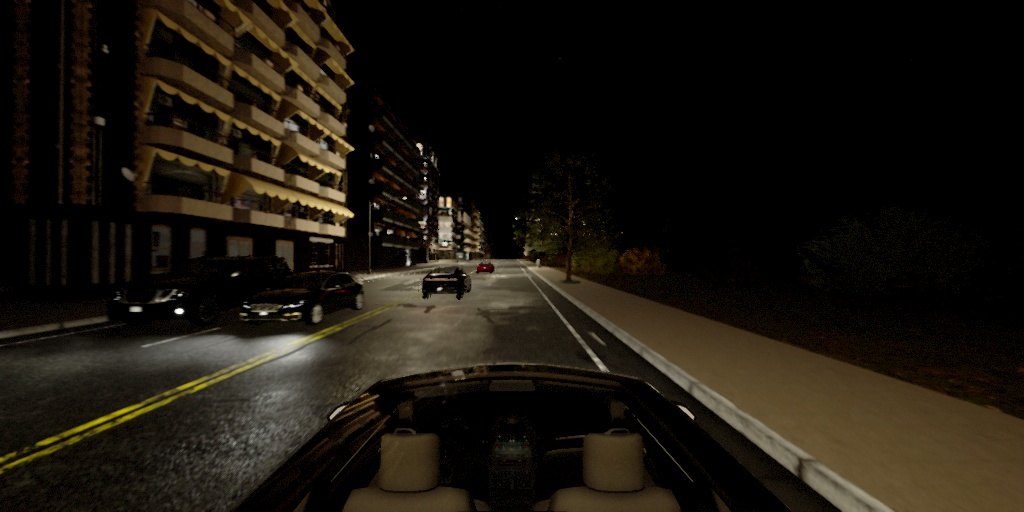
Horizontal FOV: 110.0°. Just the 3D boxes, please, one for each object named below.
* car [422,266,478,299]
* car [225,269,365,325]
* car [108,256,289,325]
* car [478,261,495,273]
[{"bbox_3d":[-3.153,1.245,18.009,2.128,1.511,4.902,0,0,0],"label":"car"},{"bbox_3d":[-6.504,1.269,11.821,1.837,1.490,4.892,0,0,0],"label":"car"},{"bbox_3d":[-9.752,1.033,12.057,2.150,2.045,5.566,0,0,0],"label":"car"},{"bbox_3d":[-3.156,1.324,43.396,1.994,1.385,4.181,0,0,0],"label":"car"}]
